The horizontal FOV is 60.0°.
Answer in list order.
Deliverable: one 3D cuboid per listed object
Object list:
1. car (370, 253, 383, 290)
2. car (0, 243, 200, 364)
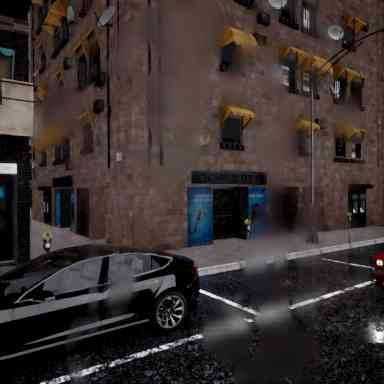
[{"bbox_3d":[6.191,1.601,7.798,4.718,1.301,1.895,0,0,-36],"label":"car"},{"bbox_3d":[-1.852,1.566,5.244,4.313,1.339,1.947,0,0,-36],"label":"car"}]
